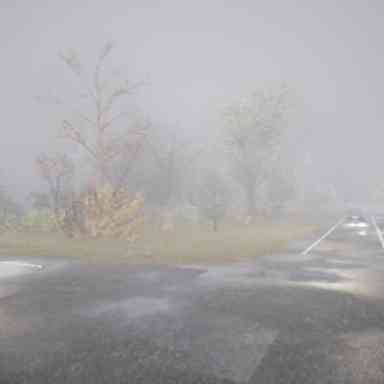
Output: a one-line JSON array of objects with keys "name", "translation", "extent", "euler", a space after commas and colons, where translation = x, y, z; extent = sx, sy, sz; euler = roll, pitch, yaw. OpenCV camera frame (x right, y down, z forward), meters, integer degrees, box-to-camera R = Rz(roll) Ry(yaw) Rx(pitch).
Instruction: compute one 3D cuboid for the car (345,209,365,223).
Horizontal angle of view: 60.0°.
[{"name": "car", "translation": [19.001, 2.732, 38.703], "extent": [2.128, 1.511, 4.902], "euler": [-4, -3, 27]}]
